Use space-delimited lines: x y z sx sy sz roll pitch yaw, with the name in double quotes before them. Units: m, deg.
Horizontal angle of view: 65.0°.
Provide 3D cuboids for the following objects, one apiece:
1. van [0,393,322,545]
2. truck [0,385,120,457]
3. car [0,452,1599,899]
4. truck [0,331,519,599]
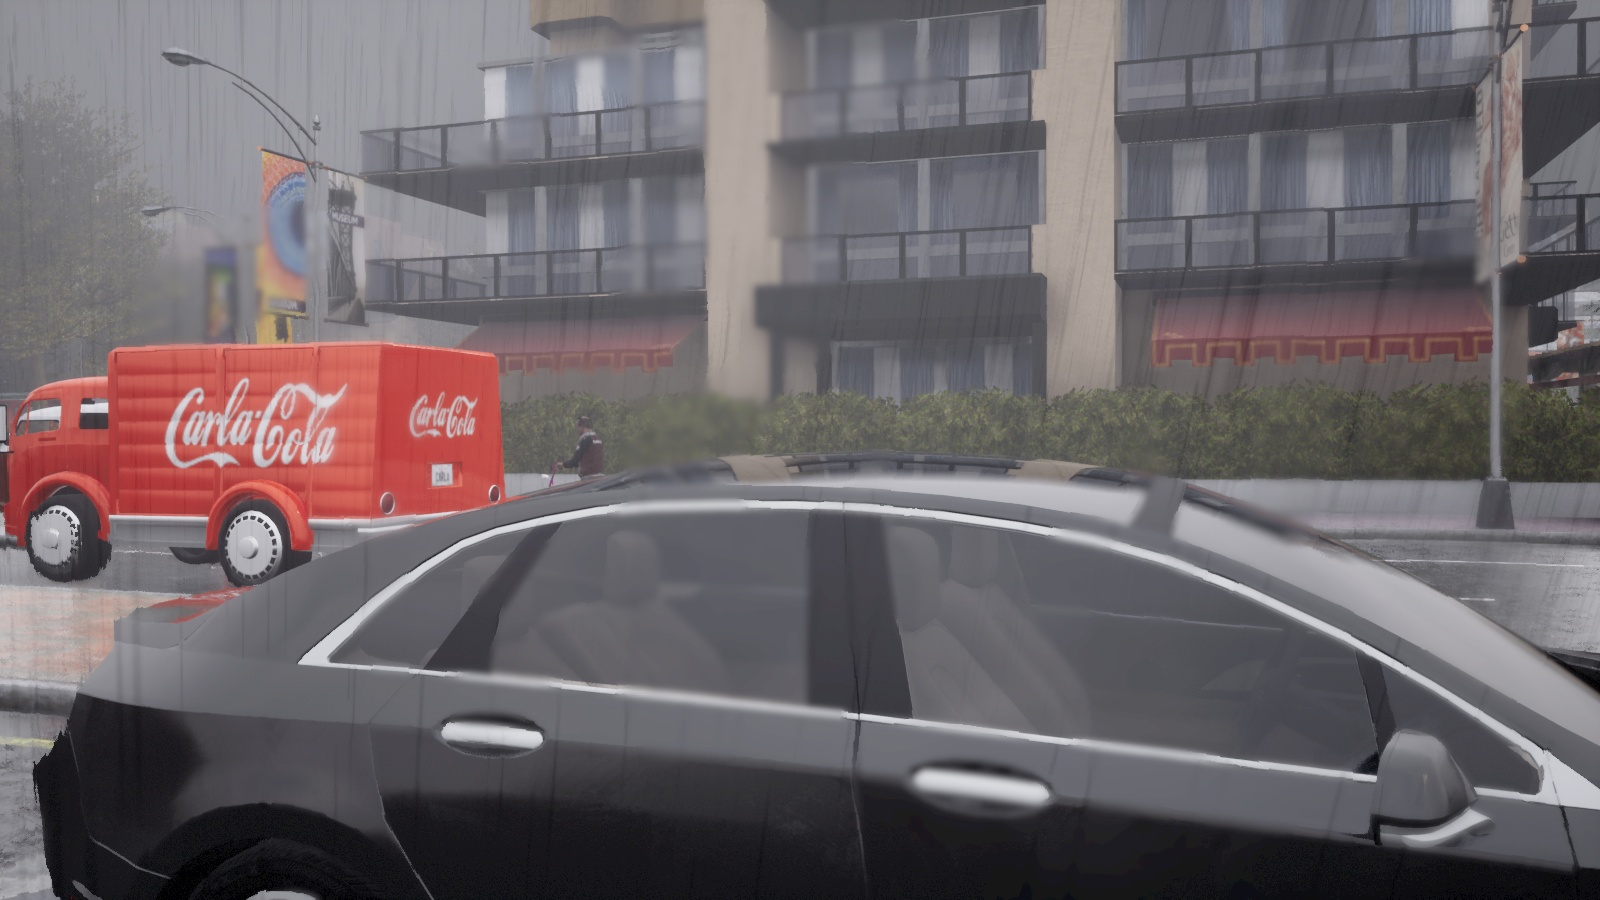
"van" -9.596 0.218 18.508 4.480 2.038 2.069 1 1 19
"truck" -42.201 -1.612 69.671 8.468 3.827 2.891 1 1 19
"car" 0.540 0.785 3.011 4.892 1.490 1.837 1 1 19
"truck" -6.039 0.099 13.653 5.204 2.467 2.627 1 1 19
